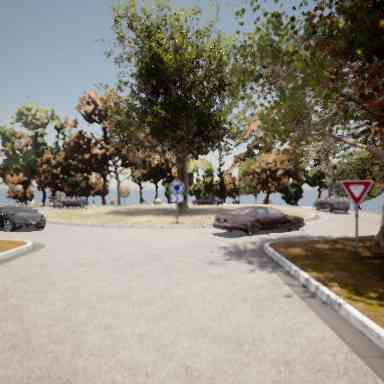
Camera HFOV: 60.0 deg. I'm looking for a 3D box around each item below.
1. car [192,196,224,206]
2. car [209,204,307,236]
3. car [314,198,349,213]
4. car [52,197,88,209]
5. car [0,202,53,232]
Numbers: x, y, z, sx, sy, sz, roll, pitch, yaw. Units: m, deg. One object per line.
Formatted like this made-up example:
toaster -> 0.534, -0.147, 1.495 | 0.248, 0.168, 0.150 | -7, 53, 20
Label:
car -> 2.293, 1.357, 48.464 | 4.674, 1.442, 1.812 | 0, 0, 13
car -> 3.721, 1.474, 18.026 | 5.357, 1.411, 2.033 | 0, 0, -30
car -> 14.453, 1.350, 34.737 | 2.128, 1.511, 4.902 | 0, 0, -4
car -> -15.181, 1.326, 41.033 | 2.128, 1.511, 4.902 | 0, 0, 34
car -> -10.514, 1.426, 19.522 | 4.892, 1.490, 1.837 | 0, 2, 37
